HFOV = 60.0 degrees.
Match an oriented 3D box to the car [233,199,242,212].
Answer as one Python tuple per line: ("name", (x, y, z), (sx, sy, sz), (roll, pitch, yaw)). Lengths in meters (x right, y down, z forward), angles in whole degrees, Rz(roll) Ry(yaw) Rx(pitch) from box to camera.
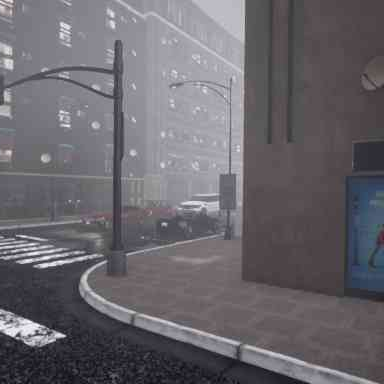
("car", (3.027, 1.224, 36.009), (2.192, 1.841, 5.009), (1, 1, 35))

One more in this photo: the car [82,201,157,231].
("car", (-4.585, 1.487, 20.843), (1.812, 1.442, 4.674), (1, 1, 35))

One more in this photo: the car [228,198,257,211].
("car", (6.229, 1.484, 40.589), (1.802, 1.307, 4.206), (1, 1, 35))

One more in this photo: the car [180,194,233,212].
("car", (1.081, 1.172, 28.932), (2.150, 2.045, 5.566), (1, 1, 35))

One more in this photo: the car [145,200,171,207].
("car", (-3.383, 1.363, 26.854), (1.967, 1.590, 4.097), (1, 1, 35))

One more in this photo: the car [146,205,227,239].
("car", (-0.134, 1.599, 17.759), (1.947, 1.339, 4.313), (1, 1, 35))
